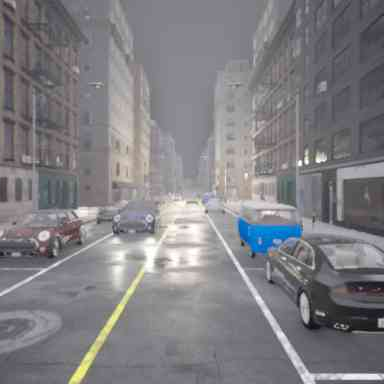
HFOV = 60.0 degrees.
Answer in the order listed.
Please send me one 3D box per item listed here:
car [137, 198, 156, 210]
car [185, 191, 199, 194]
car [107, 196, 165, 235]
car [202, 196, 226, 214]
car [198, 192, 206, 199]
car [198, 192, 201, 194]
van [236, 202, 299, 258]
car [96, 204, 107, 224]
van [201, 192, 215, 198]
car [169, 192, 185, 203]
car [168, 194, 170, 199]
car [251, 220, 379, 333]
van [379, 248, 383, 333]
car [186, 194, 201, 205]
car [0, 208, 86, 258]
[{"bbox_3d":[-5.373,1.402,39.731,1.802,1.307,4.206,0,0,0],"label":"car"},{"bbox_3d":[0.025,1.179,66.616,2.128,1.511,4.902,0,0,0],"label":"car"},{"bbox_3d":[-2.841,1.267,18.054,2.097,1.767,4.553,0,0,0],"label":"car"},{"bbox_3d":[2.240,1.375,33.077,1.812,1.442,4.674,0,0,0],"label":"car"},{"bbox_3d":[2.741,0.885,93.631,2.192,1.841,5.009,0,0,0],"label":"car"},{"bbox_3d":[2.659,1.060,56.260,2.192,1.841,5.009,0,0,0],"label":"car"},{"bbox_3d":[2.641,1.283,12.173,1.690,1.788,3.998,0,0,0],"label":"van"},{"bbox_3d":[-5.379,1.444,23.198,2.008,1.369,4.403,0,0,0],"label":"car"},{"bbox_3d":[2.657,1.112,50.749,1.690,1.788,3.998,0,0,0],"label":"van"},{"bbox_3d":[-2.726,1.207,60.643,1.882,1.535,5.008,0,0,0],"label":"car"},{"bbox_3d":[-5.366,1.311,56.264,1.947,1.339,4.313,0,0,0],"label":"car"},{"bbox_3d":[2.639,1.518,6.663,2.008,1.369,4.403,0,0,0],"label":"car"},{"bbox_3d":[2.637,1.335,1.151,1.690,1.788,3.998,0,0,0],"label":"van"},{"bbox_3d":[0.029,1.364,52.431,1.895,1.301,4.718,0,0,0],"label":"car"},{"bbox_3d":[-5.383,1.382,12.176,1.967,1.590,4.097,0,0,0],"label":"car"}]
